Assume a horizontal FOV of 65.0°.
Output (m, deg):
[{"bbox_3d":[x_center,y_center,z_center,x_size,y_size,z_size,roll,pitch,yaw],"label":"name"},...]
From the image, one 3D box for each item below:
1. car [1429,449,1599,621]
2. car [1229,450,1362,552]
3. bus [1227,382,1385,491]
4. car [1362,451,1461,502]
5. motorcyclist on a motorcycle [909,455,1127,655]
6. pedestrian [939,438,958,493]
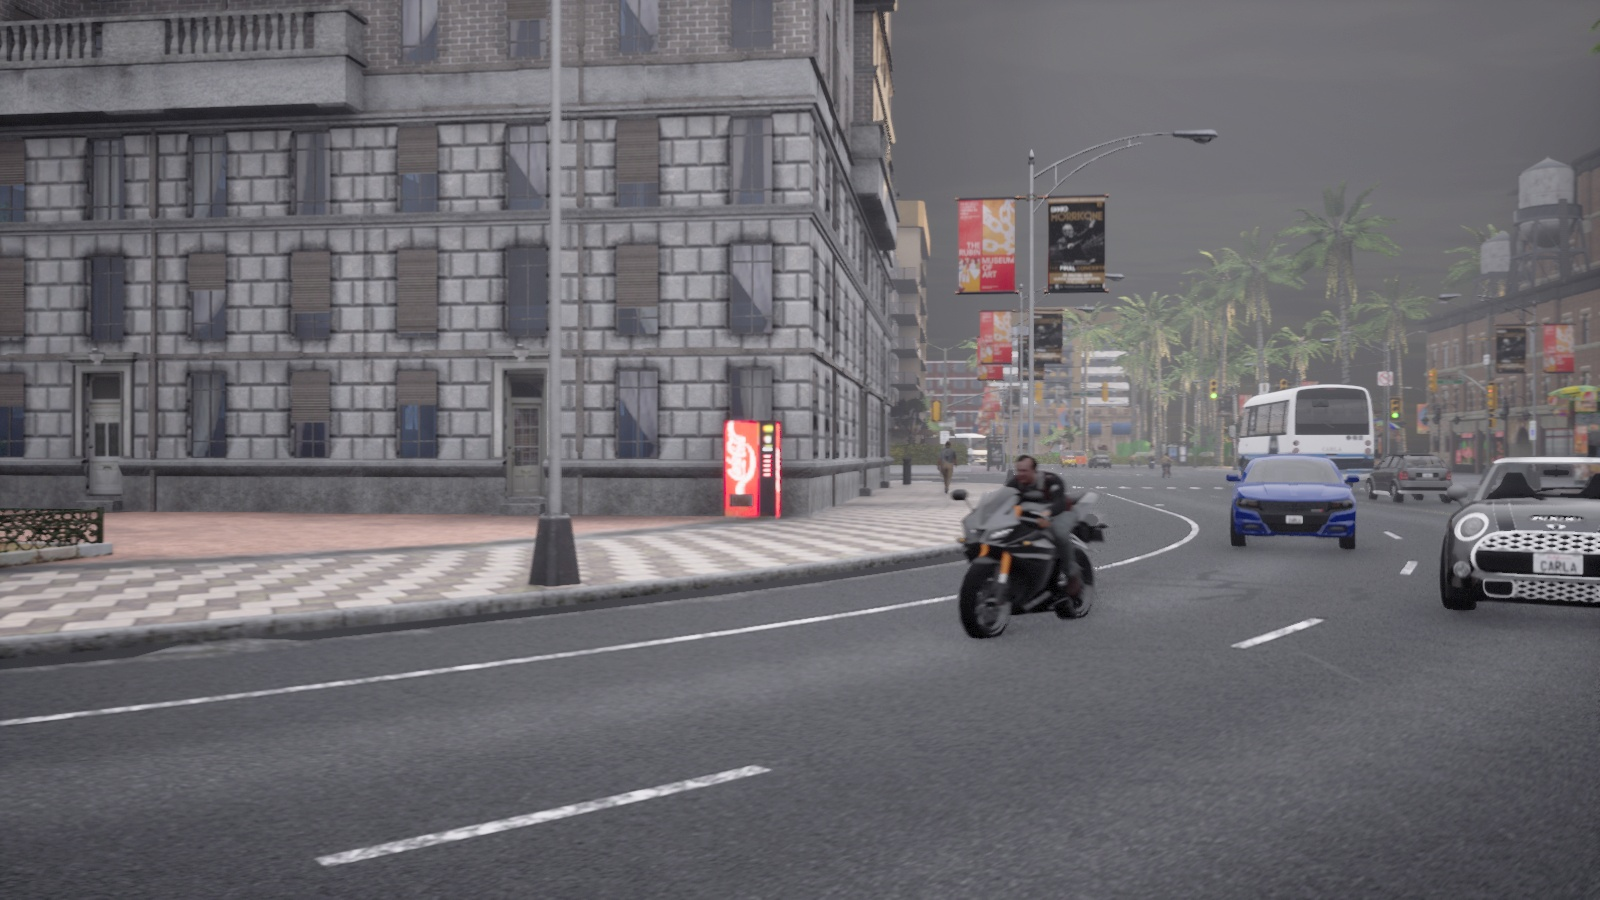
[{"bbox_3d":[7.578,0.732,12.541,1.970,1.475,3.806,0,0,32],"label":"car"},{"bbox_3d":[8.424,0.771,21.522,1.882,1.535,5.008,0,0,20],"label":"car"},{"bbox_3d":[21.486,-0.510,54.164,3.944,4.253,10.273,0,0,8],"label":"bus"},{"bbox_3d":[19.480,0.804,40.155,1.789,1.549,3.705,0,0,8],"label":"car"},{"bbox_3d":[1.917,0.811,10.751,0.866,1.530,2.191,-1,0,39],"label":"motorcyclist on a motorcycle"},{"bbox_3d":[5.029,0.529,42.508,0.540,1.848,0.694,0,0,15],"label":"pedestrian"}]
